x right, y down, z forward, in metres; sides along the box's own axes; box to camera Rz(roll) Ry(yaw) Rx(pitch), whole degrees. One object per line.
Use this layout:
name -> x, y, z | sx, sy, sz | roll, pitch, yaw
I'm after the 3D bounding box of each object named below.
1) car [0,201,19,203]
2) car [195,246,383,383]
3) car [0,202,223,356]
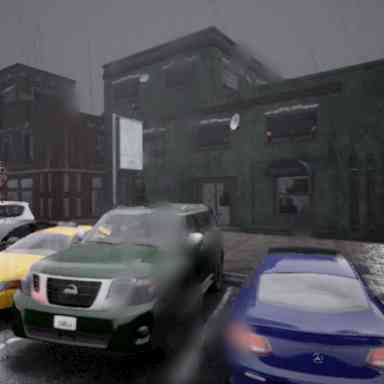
car -> -8.133, 1.362, 11.880 | 2.435, 2.045, 5.566 | 0, -1, 16
car -> 1.645, 1.538, 4.929 | 2.002, 1.452, 4.674 | -1, -1, 15
car -> -0.786, 1.274, 6.654 | 2.435, 2.045, 5.566 | 0, -1, 15
